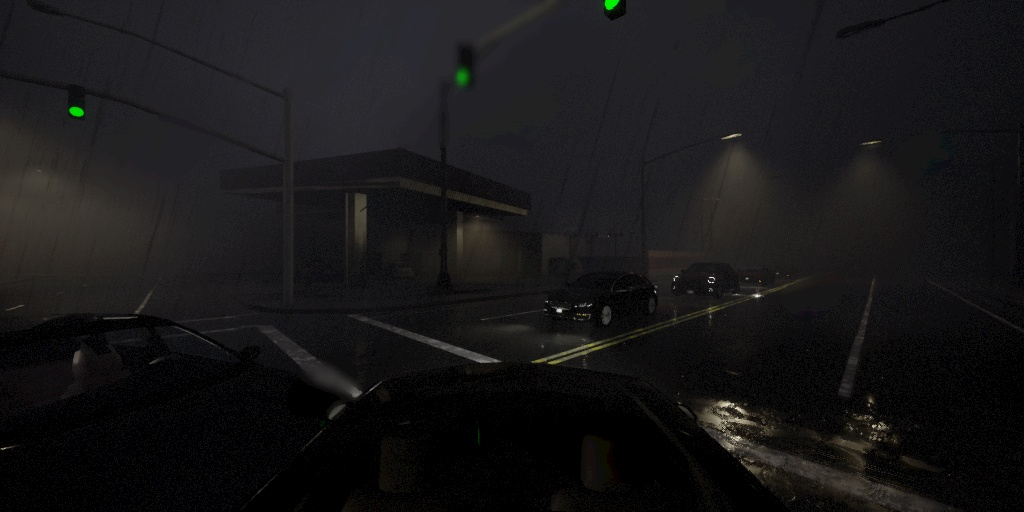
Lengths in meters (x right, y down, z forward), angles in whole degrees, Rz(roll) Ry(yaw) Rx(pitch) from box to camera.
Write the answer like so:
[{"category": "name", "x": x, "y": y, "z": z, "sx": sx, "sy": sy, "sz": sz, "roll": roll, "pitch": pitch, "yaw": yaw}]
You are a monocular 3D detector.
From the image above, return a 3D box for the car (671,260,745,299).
[{"category": "car", "x": 9.960, "y": 1.102, "z": 18.350, "sx": 4.553, "sy": 1.767, "sz": 2.097, "roll": 0, "pitch": 0, "yaw": -44}]

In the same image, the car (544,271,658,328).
[{"category": "car", "x": 3.032, "y": 1.255, "z": 11.595, "sx": 4.892, "sy": 1.490, "sz": 1.837, "roll": 0, "pitch": 0, "yaw": -45}]

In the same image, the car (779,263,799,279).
[{"category": "car", "x": 24.202, "y": 1.314, "z": 32.129, "sx": 4.181, "sy": 1.385, "sz": 1.994, "roll": 0, "pitch": 0, "yaw": -44}]

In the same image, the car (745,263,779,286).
[{"category": "car", "x": 16.977, "y": 1.314, "z": 25.169, "sx": 1.994, "sy": 1.385, "sz": 4.181, "roll": 0, "pitch": 0, "yaw": 45}]

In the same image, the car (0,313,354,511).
[{"category": "car", "x": -3.387, "y": 1.242, "z": 2.660, "sx": 4.902, "sy": 1.511, "sz": 2.128, "roll": 0, "pitch": 0, "yaw": 16}]
